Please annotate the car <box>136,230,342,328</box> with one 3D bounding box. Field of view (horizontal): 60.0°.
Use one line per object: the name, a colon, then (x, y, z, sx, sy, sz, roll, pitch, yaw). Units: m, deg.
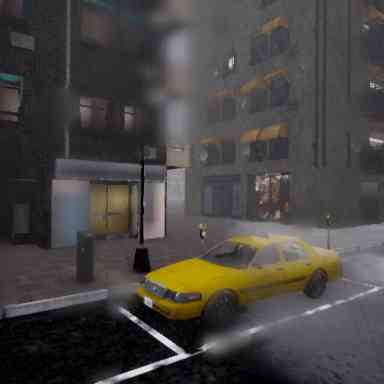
car: (1.231, 1.525, 6.965, 4.829, 1.417, 1.752, 0, 1, -35)
